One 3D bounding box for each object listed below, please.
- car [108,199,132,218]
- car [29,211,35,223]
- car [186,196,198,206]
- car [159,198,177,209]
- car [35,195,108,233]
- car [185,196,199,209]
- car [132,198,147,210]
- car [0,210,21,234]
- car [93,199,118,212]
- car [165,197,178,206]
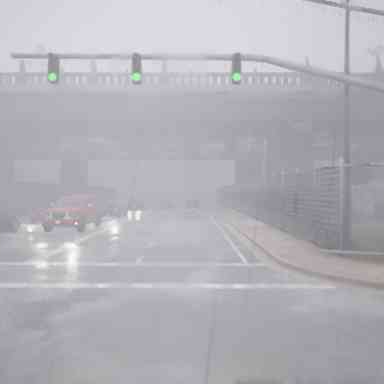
[{"bbox_3d":[-7.079,1.622,30.105,1.895,1.301,4.718,0,0,0],"label":"car"},{"bbox_3d":[-10.592,1.584,25.288,1.994,1.385,4.181,0,0,0],"label":"car"},{"bbox_3d":[-0.007,1.527,56.380,1.837,1.490,4.892,0,0,0],"label":"car"},{"bbox_3d":[-3.506,1.585,46.387,1.994,1.385,4.181,0,0,0],"label":"car"},{"bbox_3d":[-7.095,1.245,20.337,2.150,2.045,5.566,0,0,0],"label":"car"},{"bbox_3d":[-0.005,1.501,46.024,1.882,1.535,5.008,0,0,0],"label":"car"},{"bbox_3d":[-7.055,1.511,43.104,2.128,1.511,4.902,0,0,0],"label":"car"},{"bbox_3d":[-10.592,1.586,16.948,1.994,1.385,4.181,0,0,0],"label":"car"},{"bbox_3d":[-10.562,1.581,40.789,1.994,1.385,4.181,0,0,0],"label":"car"},{"bbox_3d":[-3.507,1.620,56.409,1.895,1.301,4.718,0,0,0],"label":"car"}]
